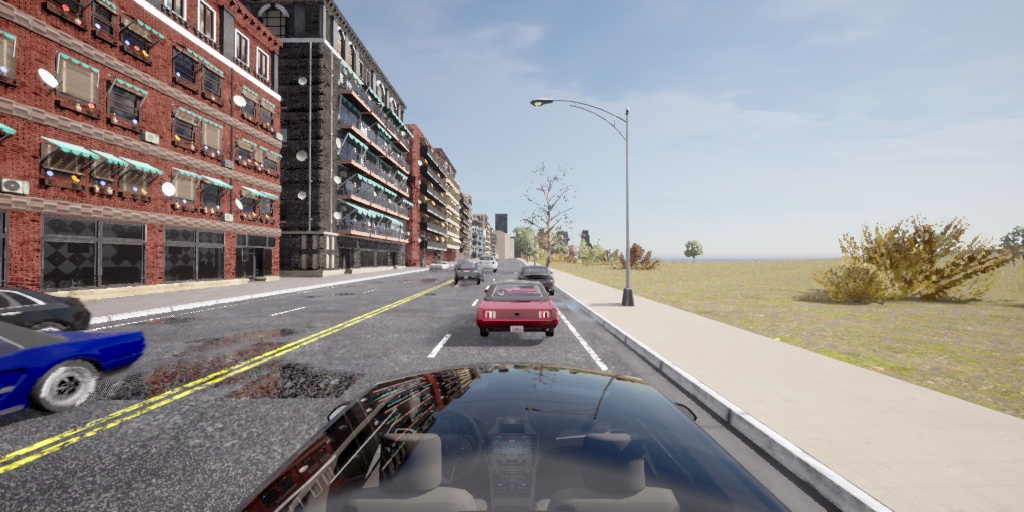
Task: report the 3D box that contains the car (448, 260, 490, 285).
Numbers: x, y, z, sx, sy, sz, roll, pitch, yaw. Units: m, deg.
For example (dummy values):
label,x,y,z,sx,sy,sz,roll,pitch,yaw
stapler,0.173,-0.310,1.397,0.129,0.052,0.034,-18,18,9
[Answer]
label,x,y,z,sx,sy,sz,roll,pitch,yaw
car,-3.050,1.240,26.374,2.128,1.511,4.902,0,0,0

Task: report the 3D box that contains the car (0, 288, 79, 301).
label,x,y,z,sx,sy,sz,roll,pitch,yaw
car,-9.838,1.255,5.499,1.837,1.490,4.892,0,0,0

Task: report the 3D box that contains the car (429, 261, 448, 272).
label,x,y,z,sx,sy,sz,roll,pitch,yaw
car,-9.670,1.352,47.656,1.895,1.301,4.718,0,0,0

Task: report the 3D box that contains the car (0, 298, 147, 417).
label,x,y,z,sx,sy,sz,roll,pitch,yaw
car,-6.596,1.351,3.270,1.895,1.301,4.718,0,0,0

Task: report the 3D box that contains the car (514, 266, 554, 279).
label,x,y,z,sx,sy,sz,roll,pitch,yaw
car,1.205,1.257,19.478,1.837,1.490,4.892,0,0,0

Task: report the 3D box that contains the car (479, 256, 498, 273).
label,x,y,z,sx,sy,sz,roll,pitch,yaw
car,-2.980,0.973,44.812,2.150,2.045,5.566,0,0,0

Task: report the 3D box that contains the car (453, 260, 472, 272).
label,x,y,z,sx,sy,sz,roll,pitch,yaw
car,-6.423,1.256,46.827,1.837,1.490,4.892,0,0,0

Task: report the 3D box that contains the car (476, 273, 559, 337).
label,x,y,z,sx,sy,sz,roll,pitch,yaw
car,0.131,1.352,10.277,1.895,1.301,4.718,0,0,0
